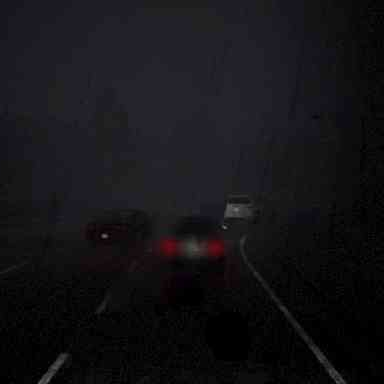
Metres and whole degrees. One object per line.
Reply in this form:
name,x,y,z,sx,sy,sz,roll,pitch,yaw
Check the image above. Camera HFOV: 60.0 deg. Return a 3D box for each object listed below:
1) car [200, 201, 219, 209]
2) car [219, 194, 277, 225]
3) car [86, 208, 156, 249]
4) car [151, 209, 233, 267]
car,2.596,1.436,27.548,1.882,1.535,5.008,0,0,37
car,4.377,1.186,24.195,2.150,2.045,5.566,0,0,33
car,-2.820,1.455,14.650,1.882,1.535,5.008,0,0,9
car,0.201,1.530,11.360,2.033,1.411,5.357,0,0,4
